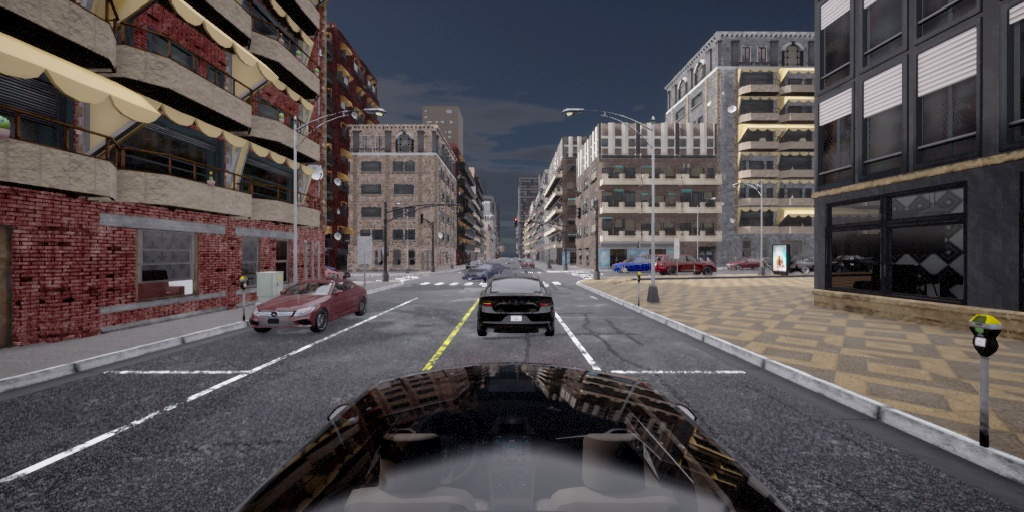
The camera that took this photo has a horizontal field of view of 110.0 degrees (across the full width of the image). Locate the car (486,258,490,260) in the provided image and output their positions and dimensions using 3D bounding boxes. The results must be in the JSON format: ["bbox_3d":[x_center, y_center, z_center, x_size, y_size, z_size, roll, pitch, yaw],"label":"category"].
[{"bbox_3d":[-5.712,1.086,64.115,2.192,1.841,5.009,0,0,0],"label":"car"}]

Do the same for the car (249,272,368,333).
[{"bbox_3d":[-5.744,1.332,10.726,1.802,1.307,4.207,0,0,0],"label":"car"}]

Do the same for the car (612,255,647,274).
[{"bbox_3d":[12.712,0.966,36.489,5.008,1.535,1.882,-1,0,0],"label":"car"}]

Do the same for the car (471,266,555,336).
[{"bbox_3d":[0.096,1.227,10.388,1.882,1.535,5.008,0,0,0],"label":"car"}]

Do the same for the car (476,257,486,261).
[{"bbox_3d":[-5.711,1.293,58.262,1.751,1.417,4.829,0,0,0],"label":"car"}]

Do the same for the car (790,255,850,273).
[{"bbox_3d":[25.793,0.822,30.814,4.313,1.339,1.948,0,0,-1],"label":"car"}]

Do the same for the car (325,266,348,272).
[{"bbox_3d":[-17.188,1.610,33.010,4.181,1.385,1.994,-1,0,-1],"label":"car"}]

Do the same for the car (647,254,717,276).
[{"bbox_3d":[14.699,0.778,30.713,5.009,1.841,2.192,0,0,-1],"label":"car"}]

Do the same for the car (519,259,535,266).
[{"bbox_3d":[2.670,1.207,58.437,1.967,1.591,4.097,0,0,0],"label":"car"}]

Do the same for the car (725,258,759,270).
[{"bbox_3d":[25.653,0.824,39.194,4.207,1.307,1.802,0,0,-1],"label":"car"}]

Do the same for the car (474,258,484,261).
[{"bbox_3d":[-5.708,1.330,52.750,1.948,1.339,4.313,0,0,0],"label":"car"}]

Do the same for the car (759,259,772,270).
[{"bbox_3d":[28.557,0.698,36.627,4.892,1.490,1.837,-1,0,0],"label":"car"}]

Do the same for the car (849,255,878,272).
[{"bbox_3d":[31.340,0.717,30.865,4.313,1.339,1.948,0,0,-1],"label":"car"}]

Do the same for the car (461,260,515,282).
[{"bbox_3d":[-1.937,1.319,29.211,2.033,1.411,5.357,-1,0,28],"label":"car"}]
